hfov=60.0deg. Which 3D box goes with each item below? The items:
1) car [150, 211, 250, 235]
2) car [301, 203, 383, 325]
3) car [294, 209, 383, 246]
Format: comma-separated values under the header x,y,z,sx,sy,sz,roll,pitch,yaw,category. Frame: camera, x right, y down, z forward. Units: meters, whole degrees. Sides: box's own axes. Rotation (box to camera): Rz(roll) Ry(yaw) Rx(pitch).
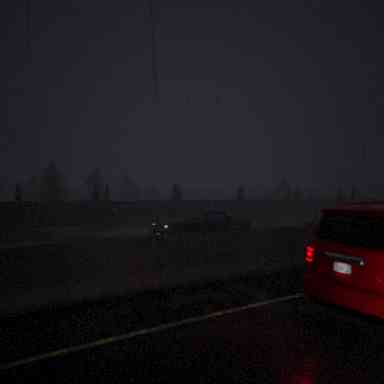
x,y,z,sx,sy,sz,roll,pitch,yaw,category
0.419,1.590,16.176,4.718,1.301,1.895,0,0,-28,car
4.569,1.225,6.268,5.566,2.045,2.150,0,0,-30,car
7.128,1.567,15.636,4.181,1.385,1.994,0,0,-25,car
